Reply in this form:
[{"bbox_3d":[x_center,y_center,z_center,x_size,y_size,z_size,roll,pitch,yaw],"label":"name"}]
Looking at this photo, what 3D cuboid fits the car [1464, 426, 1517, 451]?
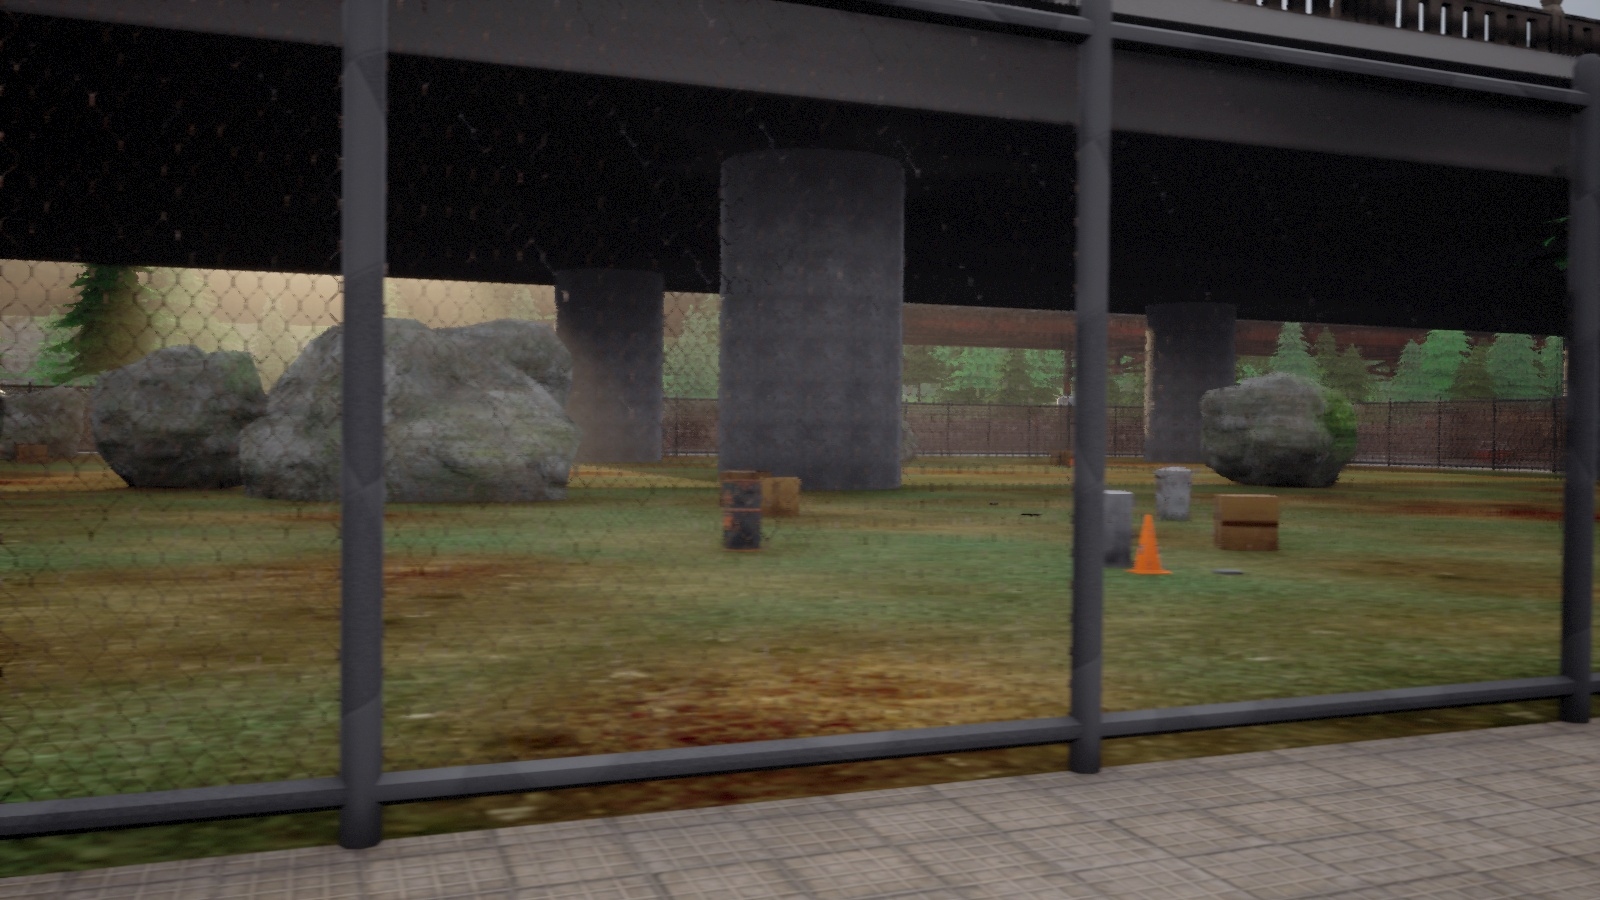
[{"bbox_3d":[39.228,-0.677,71.340,1.481,1.376,2.207,-1,1,-21],"label":"car"}]
